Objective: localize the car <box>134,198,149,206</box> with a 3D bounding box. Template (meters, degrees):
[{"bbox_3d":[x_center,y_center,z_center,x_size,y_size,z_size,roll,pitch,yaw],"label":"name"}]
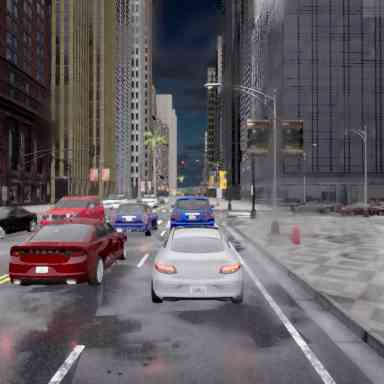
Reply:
[{"bbox_3d":[-9.724,1.879,64.632,2.033,1.411,5.357,0,0,1],"label":"car"}]

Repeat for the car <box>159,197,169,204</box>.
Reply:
[{"bbox_3d":[-6.421,1.958,77.245,1.812,1.442,4.674,0,0,0],"label":"car"}]

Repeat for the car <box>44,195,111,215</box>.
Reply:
[{"bbox_3d":[-6.581,1.263,19.082,2.150,2.045,5.566,0,0,0],"label":"car"}]

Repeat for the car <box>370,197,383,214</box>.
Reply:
[{"bbox_3d":[22.171,1.394,36.047,4.553,1.767,2.097,0,-1,-1],"label":"car"}]

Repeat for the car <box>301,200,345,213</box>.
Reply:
[{"bbox_3d":[15.224,1.663,38.700,4.313,1.339,1.947,0,0,-1],"label":"car"}]

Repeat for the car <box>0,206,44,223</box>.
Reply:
[{"bbox_3d":[-9.834,1.511,17.181,1.882,1.535,5.008,0,0,0],"label":"car"}]

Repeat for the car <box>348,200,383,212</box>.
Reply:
[{"bbox_3d":[20.863,1.644,38.782,4.313,1.339,1.947,0,0,-1],"label":"car"}]

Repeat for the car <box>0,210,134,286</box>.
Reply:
[{"bbox_3d":[-3.143,1.489,9.462,1.882,1.535,5.008,0,0,0],"label":"car"}]

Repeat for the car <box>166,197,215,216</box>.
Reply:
[{"bbox_3d":[0.044,1.258,17.791,2.150,2.045,5.566,0,0,1],"label":"car"}]

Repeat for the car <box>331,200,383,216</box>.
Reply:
[{"bbox_3d":[15.345,1.578,30.176,4.206,1.307,1.802,0,0,-1],"label":"car"}]

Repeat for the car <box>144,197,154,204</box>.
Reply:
[{"bbox_3d":[-9.674,1.941,75.166,1.812,1.442,4.674,0,0,0],"label":"car"}]

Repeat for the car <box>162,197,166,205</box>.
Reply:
[{"bbox_3d":[-6.461,1.850,66.124,1.837,1.490,4.892,0,-1,1],"label":"car"}]

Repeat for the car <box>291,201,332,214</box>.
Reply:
[{"bbox_3d":[12.839,1.637,35.914,4.181,1.385,1.994,0,-1,-1],"label":"car"}]

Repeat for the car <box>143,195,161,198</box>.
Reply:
[{"bbox_3d":[-6.548,1.454,50.989,2.150,2.045,5.566,0,0,0],"label":"car"}]

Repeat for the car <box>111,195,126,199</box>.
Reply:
[{"bbox_3d":[-9.945,1.403,43.129,2.150,2.045,5.566,0,0,3],"label":"car"}]

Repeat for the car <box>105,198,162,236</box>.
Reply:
[{"bbox_3d":[-3.131,1.392,18.688,2.097,1.767,4.553,0,0,0],"label":"car"}]

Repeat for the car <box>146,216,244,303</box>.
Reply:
[{"bbox_3d":[0.107,1.534,8.089,1.812,1.442,4.674,0,0,0],"label":"car"}]
